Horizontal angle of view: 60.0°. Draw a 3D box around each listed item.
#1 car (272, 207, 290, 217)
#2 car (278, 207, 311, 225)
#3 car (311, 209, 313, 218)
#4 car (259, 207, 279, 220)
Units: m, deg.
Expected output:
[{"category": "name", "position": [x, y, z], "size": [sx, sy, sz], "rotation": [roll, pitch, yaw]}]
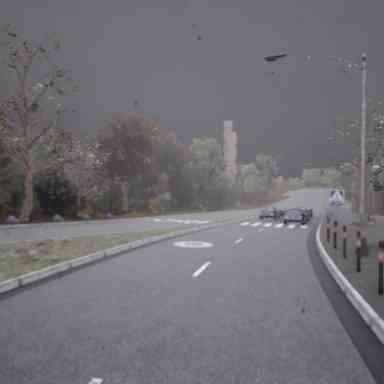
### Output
[{"category": "car", "position": [12.800, 2.843, 47.599], "size": [1.895, 1.301, 4.718], "rotation": [1, -1, 22]}, {"category": "car", "position": [9.720, 2.314, 31.294], "size": [2.033, 1.411, 5.357], "rotation": [1, -2, 22]}, {"category": "car", "position": [12.264, 2.490, 37.595], "size": [1.837, 1.490, 4.892], "rotation": [1, -2, 22]}, {"category": "car", "position": [9.009, 2.463, 38.205], "size": [2.033, 1.411, 5.357], "rotation": [1, -2, 22]}]
